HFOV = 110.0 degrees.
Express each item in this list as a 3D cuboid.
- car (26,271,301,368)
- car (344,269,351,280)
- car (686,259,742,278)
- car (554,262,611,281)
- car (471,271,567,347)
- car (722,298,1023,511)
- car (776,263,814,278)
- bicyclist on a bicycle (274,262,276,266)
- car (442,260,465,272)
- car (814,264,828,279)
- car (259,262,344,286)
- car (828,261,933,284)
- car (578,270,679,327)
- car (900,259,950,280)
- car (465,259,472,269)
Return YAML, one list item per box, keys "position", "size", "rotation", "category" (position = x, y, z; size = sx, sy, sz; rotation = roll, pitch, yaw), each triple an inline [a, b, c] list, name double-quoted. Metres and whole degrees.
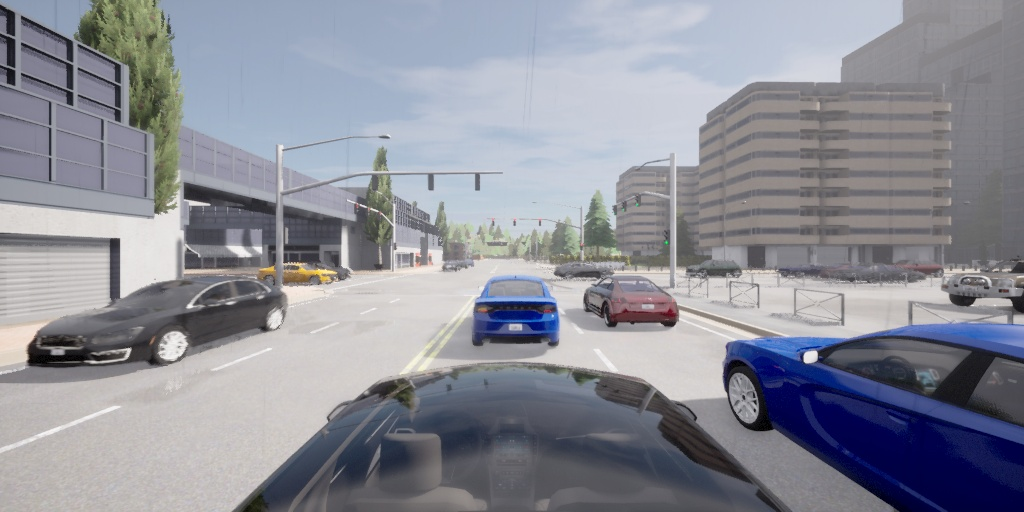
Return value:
- position: [-7.133, 1.255, 8.039]
  size: [1.837, 1.490, 4.892]
  rotation: [0, 0, -1]
  category: "car"
- position: [-15.290, 1.255, 28.285]
  size: [4.892, 1.490, 1.837]
  rotation: [0, 0, -1]
  category: "car"
- position: [18.684, 1.102, 33.376]
  size: [4.553, 1.767, 2.097]
  rotation: [0, 0, -1]
  category: "car"
- position: [5.845, 1.241, 29.322]
  size: [4.902, 1.511, 2.128]
  rotation: [0, 0, -2]
  category: "car"
- position: [0.093, 1.228, 9.408]
  size: [1.882, 1.535, 5.008]
  rotation: [0, 0, 0]
  category: "car"
- position: [3.603, 1.228, 2.557]
  size: [1.882, 1.535, 5.008]
  rotation: [0, 0, 0]
  category: "car"
- position: [27.671, 1.351, 33.562]
  size: [4.718, 1.301, 1.895]
  rotation: [0, 0, -1]
  category: "car"
- position: [-25.843, 1.053, 39.622]
  size: [0.582, 1.620, 1.656]
  rotation: [0, 0, -1]
  category: "bicyclist on a bicycle"
- position: [-7.851, 1.241, 46.801]
  size: [2.128, 1.511, 4.902]
  rotation: [0, 0, 0]
  category: "car"
- position: [28.283, 1.314, 29.873]
  size: [4.181, 1.385, 1.994]
  rotation: [0, 0, -1]
  category: "car"
- position: [-14.669, 1.228, 24.714]
  size: [5.008, 1.535, 1.882]
  rotation: [0, 0, 1]
  category: "car"
- position: [26.932, 1.297, 26.344]
  size: [5.357, 1.411, 2.033]
  rotation: [0, 0, -1]
  category: "car"
- position: [3.602, 1.314, 11.541]
  size: [1.994, 1.385, 4.181]
  rotation: [0, 0, 0]
  category: "car"
- position: [37.467, 1.102, 33.749]
  size: [4.553, 1.767, 2.097]
  rotation: [0, 0, -1]
  category: "car"
- position: [-7.991, 1.314, 56.761]
  size: [1.994, 1.385, 4.181]
  rotation: [0, 0, -1]
  category: "car"
